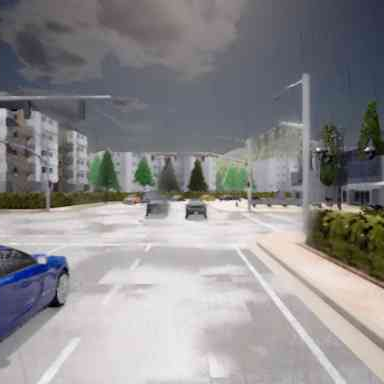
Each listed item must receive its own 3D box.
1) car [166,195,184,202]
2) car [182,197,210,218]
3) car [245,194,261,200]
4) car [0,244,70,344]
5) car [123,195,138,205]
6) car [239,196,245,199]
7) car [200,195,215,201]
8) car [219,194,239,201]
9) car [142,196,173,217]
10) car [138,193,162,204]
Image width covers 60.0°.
[{"bbox_3d":[-3.132,1.383,70.990,1.812,1.442,4.674,0,0,22],"label":"car"},{"bbox_3d":[0.368,1.446,29.635,1.837,1.490,4.892,0,0,1],"label":"car"},{"bbox_3d":[15.107,1.360,83.243,4.902,1.511,2.128,0,0,-36],"label":"car"},{"bbox_3d":[-3.440,1.468,4.883,1.882,1.535,5.008,0,0,0],"label":"car"},{"bbox_3d":[-10.254,1.240,56.715,2.097,1.767,4.553,0,0,4],"label":"car"},{"bbox_3d":[10.245,1.359,83.729,4.902,1.511,2.128,0,0,-39],"label":"car"},{"bbox_3d":[3.512,1.327,75.848,1.882,1.535,5.008,0,0,35],"label":"car"},{"bbox_3d":[7.991,1.374,76.122,2.128,1.511,4.902,0,0,38],"label":"car"},{"bbox_3d":[-3.123,1.416,31.128,1.882,1.535,5.008,0,0,0],"label":"car"},{"bbox_3d":[-6.918,1.111,55.356,2.150,2.045,5.566,0,0,3],"label":"car"}]
